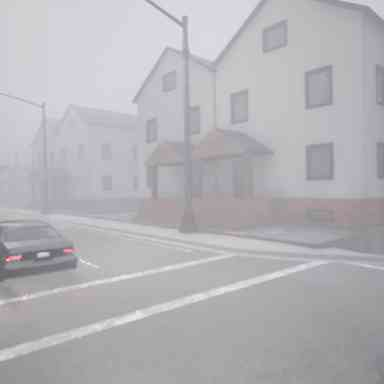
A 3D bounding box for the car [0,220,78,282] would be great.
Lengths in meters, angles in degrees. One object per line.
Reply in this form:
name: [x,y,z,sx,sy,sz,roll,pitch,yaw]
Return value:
car: [-5.066,1.547,9.873,2.033,1.411,5.357,-1,1,-38]
